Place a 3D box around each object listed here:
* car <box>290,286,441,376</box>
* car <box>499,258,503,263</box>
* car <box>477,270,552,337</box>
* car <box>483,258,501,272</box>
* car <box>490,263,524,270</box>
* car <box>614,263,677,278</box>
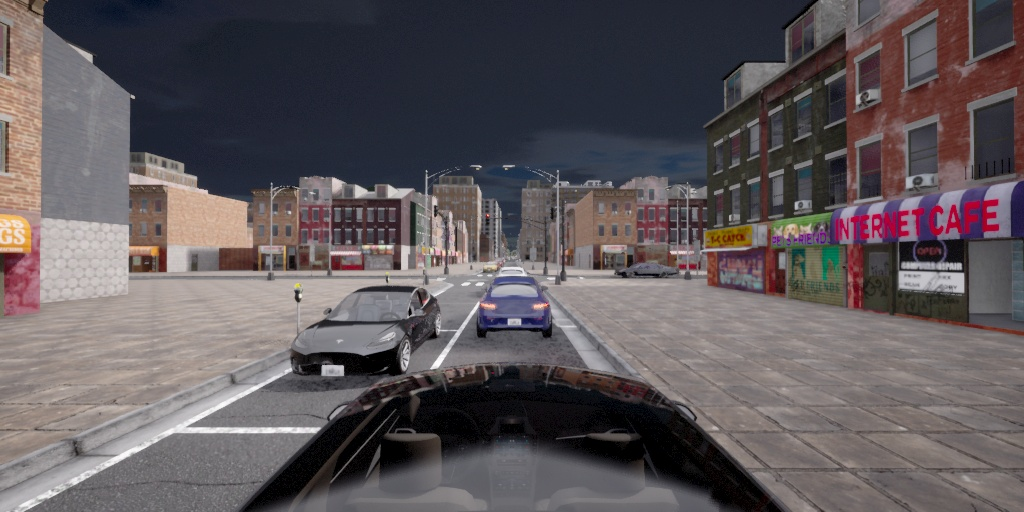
[{"bbox_3d":[-2.647,1.317,7.459,1.948,1.339,4.313,0,0,0],"label":"car"},{"bbox_3d":[-2.717,1.355,50.833,1.888,1.381,4.507,0,0,0],"label":"car"},{"bbox_3d":[0.065,1.278,10.141,1.812,1.442,4.674,0,0,0],"label":"car"},{"bbox_3d":[-2.707,1.322,45.058,1.751,1.417,4.829,0,0,0],"label":"car"},{"bbox_3d":[-0.010,1.284,19.275,1.812,1.442,4.674,0,0,0],"label":"car"},{"bbox_3d":[12.275,1.304,33.068,5.357,1.411,2.033,0,0,0],"label":"car"}]
